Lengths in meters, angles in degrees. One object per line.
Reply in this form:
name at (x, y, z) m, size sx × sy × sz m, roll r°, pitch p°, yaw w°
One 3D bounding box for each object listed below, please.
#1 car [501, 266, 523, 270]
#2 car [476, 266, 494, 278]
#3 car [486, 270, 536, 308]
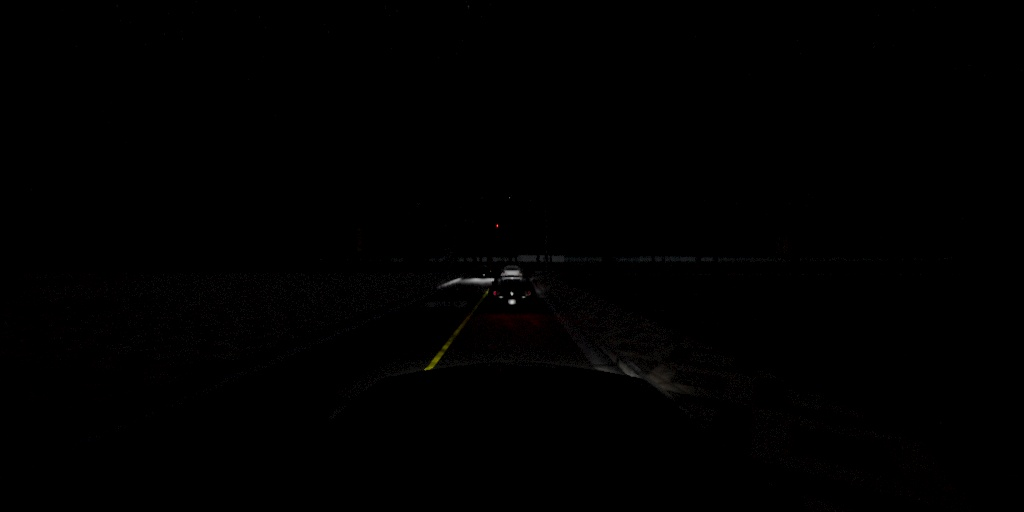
car at (0.012, 1.563, 31.232) m, size 1.812 × 1.442 × 4.674 m, roll 0°, pitch 0°, yaw 0°
car at (-2.993, 1.727, 40.479) m, size 1.895 × 1.301 × 4.718 m, roll 0°, pitch -1°, yaw 0°
car at (0.005, 1.488, 15.960) m, size 1.895 × 1.301 × 4.718 m, roll 0°, pitch -1°, yaw 0°
